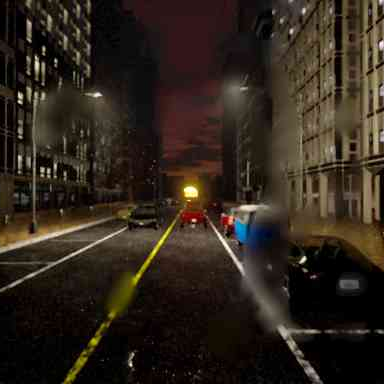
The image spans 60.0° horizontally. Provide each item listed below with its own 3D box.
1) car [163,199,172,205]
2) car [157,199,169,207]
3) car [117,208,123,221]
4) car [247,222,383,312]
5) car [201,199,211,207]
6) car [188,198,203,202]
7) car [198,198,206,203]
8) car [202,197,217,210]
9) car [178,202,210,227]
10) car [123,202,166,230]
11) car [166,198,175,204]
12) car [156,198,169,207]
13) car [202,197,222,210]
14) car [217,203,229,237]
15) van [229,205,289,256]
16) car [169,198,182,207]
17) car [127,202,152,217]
[{"bbox_3d":[-5.620,2.224,76.102,1.802,1.307,4.206,0,0,0],"label":"car"},{"bbox_3d":[-5.631,2.119,64.719,1.947,1.339,4.313,0,0,0],"label":"car"},{"bbox_3d":[-5.661,1.796,30.395,1.752,1.417,4.829,0,0,0],"label":"car"},{"bbox_3d":[2.699,1.639,7.779,1.947,1.339,4.313,0,-1,0],"label":"car"},{"bbox_3d":[2.750,2.081,64.869,1.752,1.417,4.829,0,0,0],"label":"car"},{"bbox_3d":[0.137,1.870,41.666,1.837,1.490,4.892,0,-1,0],"label":"car"},{"bbox_3d":[2.775,2.339,93.159,1.947,1.339,4.313,0,0,0],"label":"car"},{"bbox_3d":[2.741,1.777,53.318,2.192,1.841,5.009,0,0,0],"label":"car"},{"bbox_3d":[0.124,1.746,24.513,1.812,1.442,4.674,0,0,0],"label":"car"},{"bbox_3d":[-3.081,1.683,22.776,1.882,1.535,5.008,0,0,0],"label":"car"},{"bbox_3d":[-5.611,2.280,87.487,2.008,1.369,4.403,0,0,0],"label":"car"},{"bbox_3d":[-5.636,2.059,59.027,2.008,1.369,4.403,0,0,0],"label":"car"},{"bbox_3d":[2.731,1.683,41.933,2.192,1.841,5.009,0,0,0],"label":"car"},{"bbox_3d":[2.710,1.615,19.165,1.967,1.590,4.097,0,0,0],"label":"car"},{"bbox_3d":[2.705,1.465,13.475,1.690,1.788,3.998,0,-1,0],"label":"van"},{"bbox_3d":[-2.966,2.109,63.811,1.994,1.385,4.181,0,0,1],"label":"car"},{"bbox_3d":[-5.656,1.871,36.258,2.008,1.369,4.403,0,0,0],"label":"car"}]
